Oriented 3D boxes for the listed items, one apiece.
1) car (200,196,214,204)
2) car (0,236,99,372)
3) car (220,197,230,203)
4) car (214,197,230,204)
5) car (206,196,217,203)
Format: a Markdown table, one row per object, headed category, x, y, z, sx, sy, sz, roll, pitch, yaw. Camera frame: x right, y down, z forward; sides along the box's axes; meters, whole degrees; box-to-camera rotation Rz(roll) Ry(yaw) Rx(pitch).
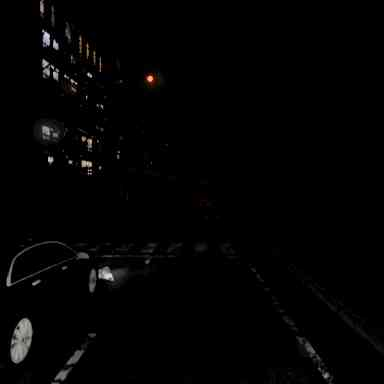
| category | x | y | z | sx | sy | sz | roll | pitch | yaw |
| --- | --- | --- | --- | --- | --- | --- | --- | --- | --- |
| car | 3.008 | 1.568 | 69.455 | 2.097 | 1.767 | 4.553 | 0 | 0 | 9 |
| car | -3.046 | 1.505 | 5.649 | 1.837 | 1.490 | 4.892 | 0 | 0 | 1 |
| car | 7.868 | 1.831 | 78.678 | 1.994 | 1.385 | 4.181 | 0 | 0 | 12 |
| car | 6.198 | 1.719 | 68.851 | 1.837 | 1.490 | 4.892 | 0 | 0 | 10 |
| car | 4.633 | 1.778 | 79.076 | 1.837 | 1.490 | 4.892 | 0 | 0 | 11 |
